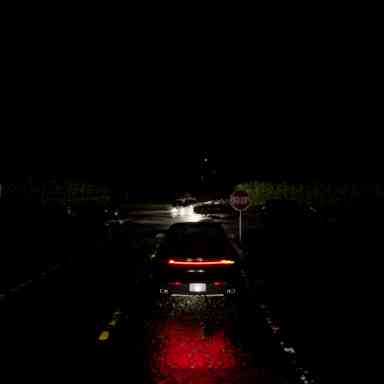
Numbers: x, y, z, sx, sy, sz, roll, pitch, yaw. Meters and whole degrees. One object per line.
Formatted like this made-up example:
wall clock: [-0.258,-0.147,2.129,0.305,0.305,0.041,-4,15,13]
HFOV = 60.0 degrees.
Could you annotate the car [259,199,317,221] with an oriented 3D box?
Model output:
car: [7.970,1.411,27.743,4.553,1.767,2.097,0,0,5]

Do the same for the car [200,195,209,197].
car: [1.644,1.607,69.613,1.994,1.385,4.181,0,0,12]

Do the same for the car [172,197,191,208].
car: [-1.674,1.511,48.252,2.128,1.511,4.902,0,0,7]

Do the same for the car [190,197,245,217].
car: [2.577,1.525,31.869,4.902,1.511,2.128,0,0,4]

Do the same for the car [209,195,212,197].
car: [3.961,1.429,79.435,2.097,1.767,4.553,0,0,15]

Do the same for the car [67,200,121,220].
car: [-8.031,1.440,27.192,4.902,1.511,2.128,0,-1,29]

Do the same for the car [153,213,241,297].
car: [0.096,1.506,8.533,1.837,1.490,4.892,0,0,0]
